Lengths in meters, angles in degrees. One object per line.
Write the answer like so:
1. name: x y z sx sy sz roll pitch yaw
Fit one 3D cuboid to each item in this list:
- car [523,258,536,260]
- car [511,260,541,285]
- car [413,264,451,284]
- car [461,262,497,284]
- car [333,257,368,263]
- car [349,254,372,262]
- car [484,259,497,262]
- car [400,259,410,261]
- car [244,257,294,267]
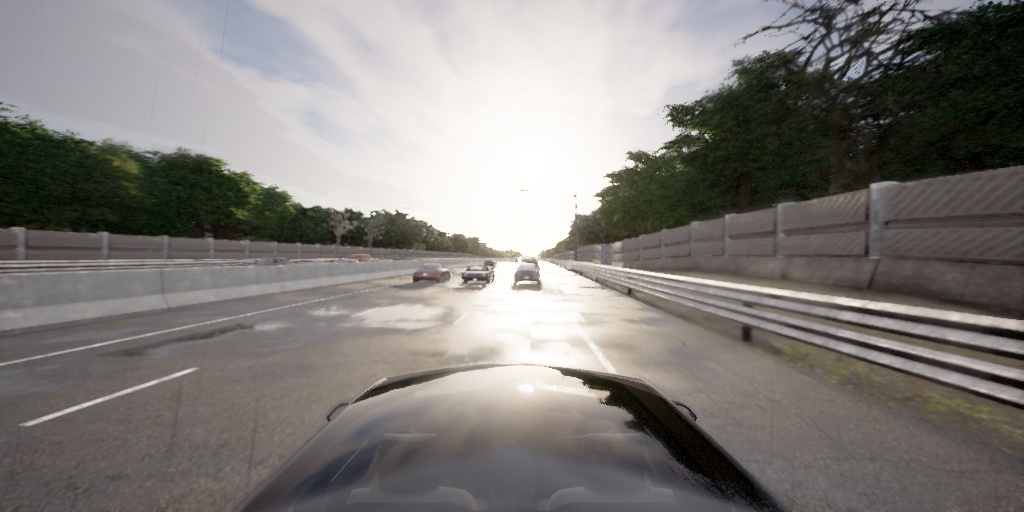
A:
1. car: 3.525 1.135 63.373 2.097 1.767 4.553 1 0 4
2. car: 1.120 1.286 26.255 1.812 1.442 4.674 1 0 4
3. car: -5.863 1.250 26.726 1.994 1.385 4.181 1 0 4
4. car: -2.371 1.324 26.526 1.895 1.301 4.718 1 0 4
5. car: -15.973 1.084 34.017 1.837 1.490 4.892 1 0 4
6. car: -21.862 0.733 50.689 2.150 2.045 5.566 1 0 4
7. car: -3.695 1.213 60.209 1.837 1.490 4.892 1 0 4
8. car: -14.901 1.152 50.220 1.994 1.385 4.181 1 0 4
9. car: -22.979 0.855 34.066 2.097 1.767 4.553 1 0 4
